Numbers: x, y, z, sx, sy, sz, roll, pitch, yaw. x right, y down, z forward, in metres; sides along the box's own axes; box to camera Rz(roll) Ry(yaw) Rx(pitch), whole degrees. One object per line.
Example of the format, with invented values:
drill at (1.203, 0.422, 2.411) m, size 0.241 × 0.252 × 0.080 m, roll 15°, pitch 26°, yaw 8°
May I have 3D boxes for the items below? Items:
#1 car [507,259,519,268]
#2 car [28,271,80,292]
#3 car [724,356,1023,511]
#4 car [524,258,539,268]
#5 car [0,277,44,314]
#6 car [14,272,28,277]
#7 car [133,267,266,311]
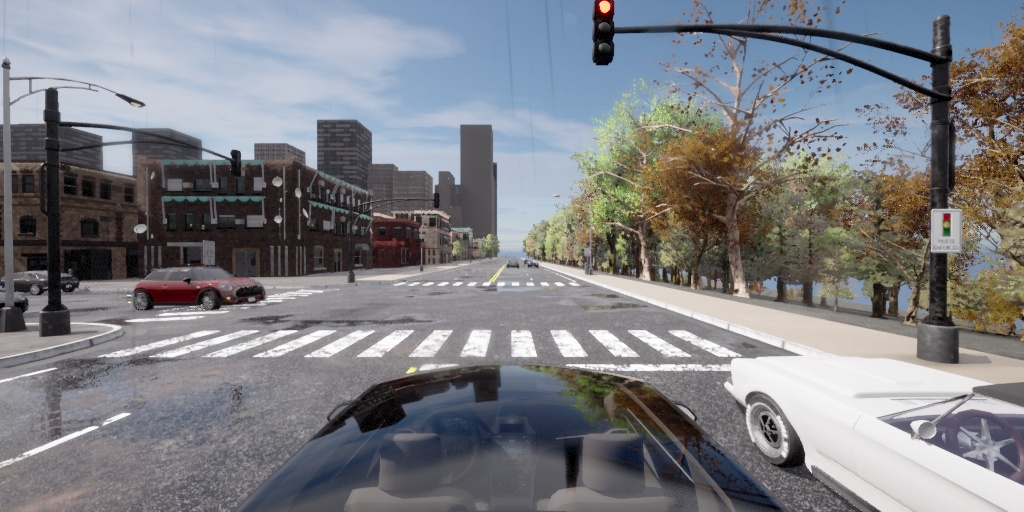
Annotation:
car at (0.166, 1.292, 60.147) m, size 1.994 × 1.385 × 4.181 m, roll 0°, pitch 0°, yaw 0°
car at (-28.259, 1.560, 21.110) m, size 4.403 × 1.370 × 2.007 m, roll 0°, pitch 0°, yaw 0°
car at (3.350, 1.351, 1.940) m, size 1.895 × 1.301 × 4.718 m, roll 0°, pitch 0°, yaw 0°
car at (3.416, 1.329, 60.261) m, size 1.895 × 1.301 × 4.718 m, roll 0°, pitch 0°, yaw 0°
car at (-19.935, 1.565, 12.589) m, size 4.313 × 1.339 × 1.948 m, roll 0°, pitch 0°, yaw 0°
car at (-24.360, 1.548, 15.317) m, size 4.674 × 1.442 × 1.812 m, roll 0°, pitch 1°, yaw 0°
car at (-12.763, 1.223, 14.787) m, size 4.553 × 1.767 × 2.097 m, roll -1°, pitch 0°, yaw 7°
